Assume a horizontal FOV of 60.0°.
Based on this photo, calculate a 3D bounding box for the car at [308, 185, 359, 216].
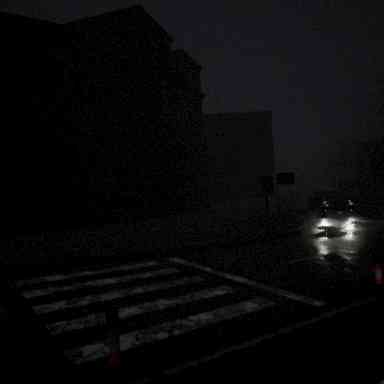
[{"bbox_3d":[9.824,0.659,23.877,2.097,1.767,4.553,-3,2,6],"label":"car"}]

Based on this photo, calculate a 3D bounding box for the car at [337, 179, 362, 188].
[{"bbox_3d":[25.060,-1.345,53.073,1.882,1.535,5.008,-4,2,-3],"label":"car"}]
